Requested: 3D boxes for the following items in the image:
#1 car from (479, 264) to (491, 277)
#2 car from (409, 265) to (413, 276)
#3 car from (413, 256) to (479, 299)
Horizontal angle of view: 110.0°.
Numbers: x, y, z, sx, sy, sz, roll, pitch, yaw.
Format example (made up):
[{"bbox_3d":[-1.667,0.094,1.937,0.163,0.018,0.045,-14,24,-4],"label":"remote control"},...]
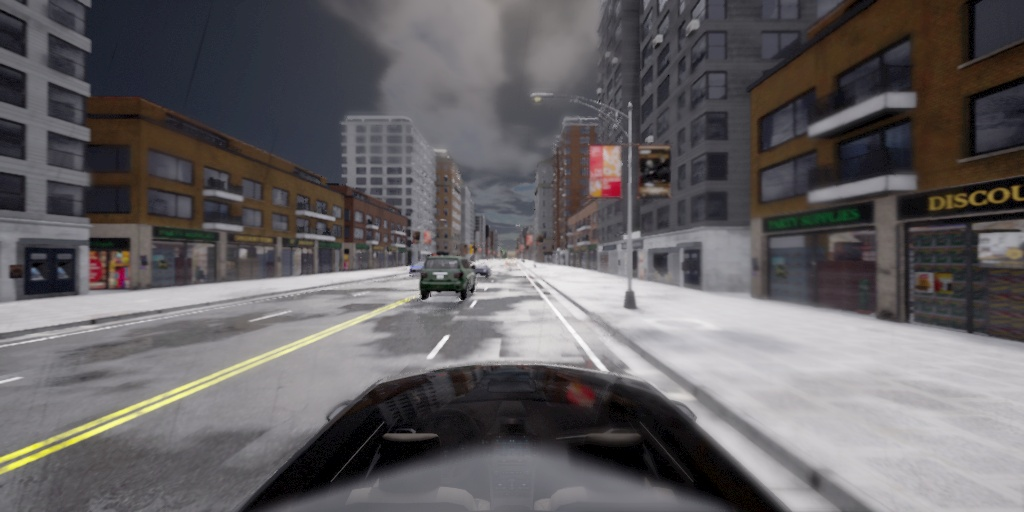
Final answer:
[{"bbox_3d":[-3.161,1.454,36.145,1.895,1.301,4.718,0,0,0],"label":"car"},{"bbox_3d":[-9.853,1.340,39.403,1.882,1.535,5.008,0,0,0],"label":"car"},{"bbox_3d":[-3.157,1.021,18.439,2.150,2.045,5.566,0,0,0],"label":"car"}]
